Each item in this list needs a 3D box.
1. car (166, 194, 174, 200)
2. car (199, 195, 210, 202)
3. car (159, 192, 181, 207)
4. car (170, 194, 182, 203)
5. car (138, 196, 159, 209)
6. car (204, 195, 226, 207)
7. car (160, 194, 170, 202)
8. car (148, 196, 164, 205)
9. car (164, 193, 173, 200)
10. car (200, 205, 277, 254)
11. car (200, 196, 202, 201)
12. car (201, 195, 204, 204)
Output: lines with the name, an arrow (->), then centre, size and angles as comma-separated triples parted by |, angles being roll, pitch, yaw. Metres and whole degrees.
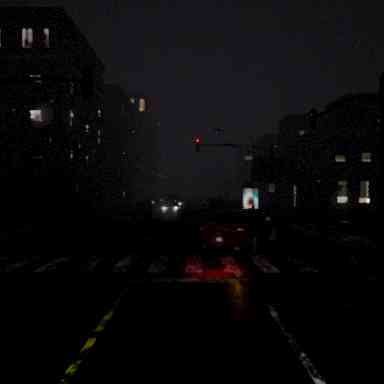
car -> -5.753, 1.212, 87.668 | 1.752, 1.417, 4.829 | -1, 0, 0
car -> 2.640, 1.285, 70.767 | 2.008, 1.369, 4.403 | -1, 0, 0
car -> -3.111, 1.157, 48.178 | 2.097, 1.767, 4.553 | 0, 0, 0
car -> -3.063, 1.228, 64.126 | 1.882, 1.535, 5.008 | 0, 0, 1
car -> -5.722, 1.377, 42.265 | 2.008, 1.369, 4.403 | 0, 0, 0
car -> 2.661, 1.287, 36.586 | 1.967, 1.590, 4.097 | 0, 0, 0
car -> -5.741, 1.259, 70.579 | 1.752, 1.417, 4.829 | 0, 0, 0
car -> -5.730, 1.338, 53.659 | 2.008, 1.369, 4.403 | 0, 0, 0
car -> -5.750, 1.142, 82.141 | 1.967, 1.590, 4.097 | 0, 0, 0
car -> 1.992, 1.435, 13.406 | 1.882, 1.535, 5.008 | -1, 0, 26
car -> 2.651, 1.338, 53.677 | 2.008, 1.369, 4.403 | 0, 0, 0
car -> 2.654, 1.389, 47.980 | 1.802, 1.307, 4.206 | 0, 0, 0
